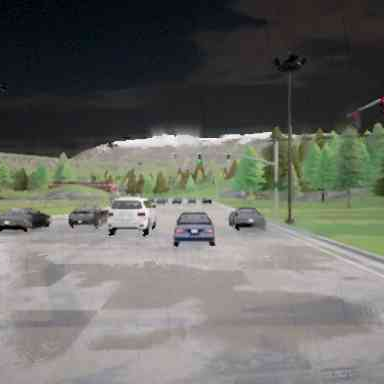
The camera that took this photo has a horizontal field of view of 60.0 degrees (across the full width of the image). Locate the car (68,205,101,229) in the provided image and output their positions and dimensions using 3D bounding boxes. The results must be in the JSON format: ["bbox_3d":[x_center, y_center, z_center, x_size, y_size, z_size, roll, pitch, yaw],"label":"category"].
[{"bbox_3d":[-6.905,1.642,22.932,2.128,1.511,4.902,0,0,0],"label":"car"}]

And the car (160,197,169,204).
[{"bbox_3d":[-7.021,2.027,74.282,2.033,1.411,5.357,0,0,0],"label":"car"}]

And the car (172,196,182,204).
[{"bbox_3d":[-3.521,2.084,74.513,1.895,1.301,4.718,0,0,0],"label":"car"}]

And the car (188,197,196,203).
[{"bbox_3d":[-0.024,1.977,84.676,1.882,1.535,5.008,0,0,0],"label":"car"}]

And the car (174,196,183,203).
[{"bbox_3d":[-3.524,1.857,84.646,2.097,1.767,4.553,0,0,0],"label":"car"}]

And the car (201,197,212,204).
[{"bbox_3d":[3.478,1.967,74.406,1.882,1.535,5.008,0,0,0],"label":"car"}]

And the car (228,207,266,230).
[{"bbox_3d":[3.595,1.711,22.257,1.994,1.385,4.181,0,0,0],"label":"car"}]

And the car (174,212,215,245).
[{"bbox_3d":[0.097,1.653,15.993,2.033,1.411,5.357,0,0,0],"label":"car"}]

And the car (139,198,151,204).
[{"bbox_3d":[-10.522,2.044,74.913,1.994,1.385,4.181,0,0,0],"label":"car"}]

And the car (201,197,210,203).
[{"bbox_3d":[3.476,2.052,84.676,1.994,1.385,4.181,0,0,0],"label":"car"}]

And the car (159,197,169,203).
[{"bbox_3d":[-7.024,2.044,84.675,2.033,1.411,5.357,0,0,0],"label":"car"}]

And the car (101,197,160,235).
[{"bbox_3d":[-3.407,1.351,19.661,2.150,2.045,5.566,0,0,0],"label":"car"}]

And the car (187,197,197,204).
[{"bbox_3d":[-0.021,2.013,74.457,1.812,1.442,4.674,0,0,0],"label":"car"}]

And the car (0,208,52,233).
[{"bbox_3d":[-10.404,1.700,20.785,1.994,1.385,4.181,0,0,0],"label":"car"}]

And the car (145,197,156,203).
[{"bbox_3d":[-10.524,2.043,84.674,2.033,1.411,5.357,0,0,0],"label":"car"}]
